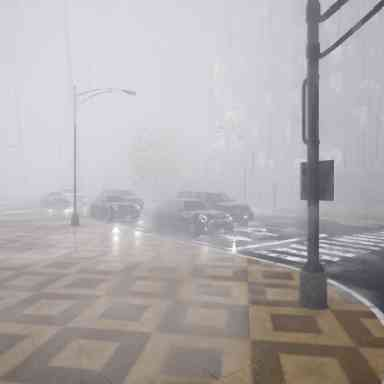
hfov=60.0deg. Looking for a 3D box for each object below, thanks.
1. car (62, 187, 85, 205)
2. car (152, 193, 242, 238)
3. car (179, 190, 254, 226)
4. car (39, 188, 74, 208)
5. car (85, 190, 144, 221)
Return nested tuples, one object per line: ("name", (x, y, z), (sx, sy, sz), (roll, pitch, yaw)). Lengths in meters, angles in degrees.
("car", (-14.557, 0.484, 40.197), (2.150, 2.045, 5.566), (0, 1, -38))
("car", (-0.051, 1.124, 16.510), (2.097, 1.767, 4.553), (0, 1, -38))
("car", (1.141, 0.951, 20.205), (2.150, 2.045, 5.566), (0, 1, -40))
("car", (-14.253, 0.707, 34.540), (2.097, 1.767, 4.553), (0, 1, -38))
("car", (-5.464, 0.965, 23.355), (2.097, 1.767, 4.553), (0, 1, -38))
